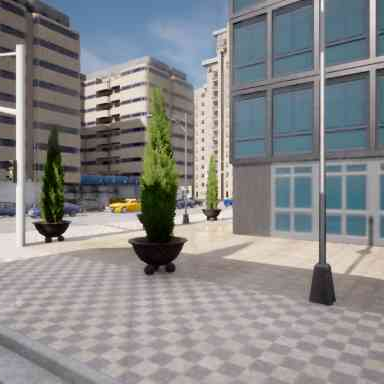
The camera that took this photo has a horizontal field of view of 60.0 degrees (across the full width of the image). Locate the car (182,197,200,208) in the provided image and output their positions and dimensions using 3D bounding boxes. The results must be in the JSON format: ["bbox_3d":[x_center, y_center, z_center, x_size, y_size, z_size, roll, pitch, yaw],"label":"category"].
[{"bbox_3d":[-1.365,1.581,45.885,1.812,1.442,4.674,0,0,35],"label":"car"}]

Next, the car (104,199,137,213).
[{"bbox_3d":[-7.143,1.533,37.756,1.882,1.535,5.008,0,0,35],"label":"car"}]

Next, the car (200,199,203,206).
[{"bbox_3d":[-0.008,1.581,53.809,1.812,1.442,4.674,0,0,36],"label":"car"}]

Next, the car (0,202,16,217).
[{"bbox_3d":[-17.121,1.603,29.725,2.033,1.411,5.357,0,0,35],"label":"car"}]

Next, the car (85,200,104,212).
[{"bbox_3d":[-11.786,1.619,37.254,1.994,1.385,4.181,0,0,35],"label":"car"}]

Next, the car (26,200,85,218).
[{"bbox_3d":[-12.465,1.581,30.207,1.812,1.442,4.674,0,0,35],"label":"car"}]

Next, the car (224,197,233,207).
[{"bbox_3d":[6.702,1.533,50.910,1.882,1.535,5.008,0,0,35],"label":"car"}]
